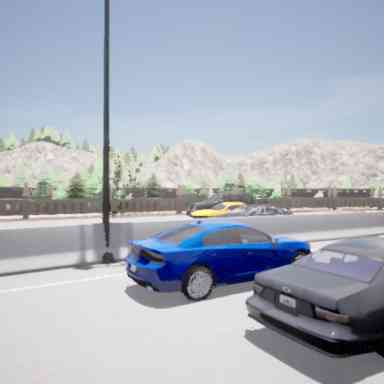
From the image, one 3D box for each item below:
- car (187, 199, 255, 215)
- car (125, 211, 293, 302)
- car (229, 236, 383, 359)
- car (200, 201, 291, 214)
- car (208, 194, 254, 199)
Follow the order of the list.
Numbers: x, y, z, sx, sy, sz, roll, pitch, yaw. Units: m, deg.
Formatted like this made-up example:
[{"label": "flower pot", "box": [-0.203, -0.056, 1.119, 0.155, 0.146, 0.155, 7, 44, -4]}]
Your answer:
[{"label": "car", "box": [2.345, 1.414, 21.328, 5.008, 1.535, 1.882, 0, 0, -26]}, {"label": "car", "box": [0.876, 1.452, 8.269, 5.008, 1.535, 1.882, 0, 0, -32]}, {"label": "car", "box": [3.459, 1.539, 5.823, 5.357, 1.411, 2.033, 0, 0, -31]}, {"label": "car", "box": [3.240, 1.443, 17.847, 4.902, 1.511, 2.128, 0, 0, -27]}, {"label": "car", "box": [2.361, 1.145, 25.264, 5.566, 2.045, 2.150, 0, 0, -26]}]
